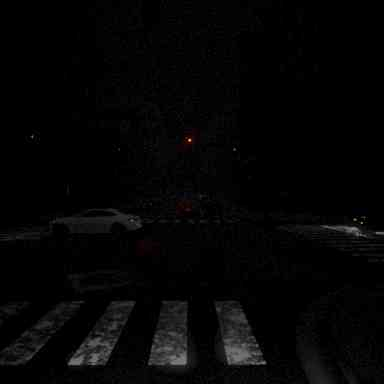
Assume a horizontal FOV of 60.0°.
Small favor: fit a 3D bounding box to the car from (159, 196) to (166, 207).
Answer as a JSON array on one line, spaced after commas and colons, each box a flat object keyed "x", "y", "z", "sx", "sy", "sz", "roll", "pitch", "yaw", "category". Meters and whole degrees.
[{"x": -5.662, "y": 1.653, "z": 52.678, "sx": 1.802, "sy": 1.307, "sz": 4.206, "roll": 0, "pitch": 0, "yaw": 0, "category": "car"}]

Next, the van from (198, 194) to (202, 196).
[{"x": 2.371, "y": 1.424, "z": 58.178, "sx": 1.690, "sy": 1.788, "sz": 3.998, "roll": 0, "pitch": 0, "yaw": 0, "category": "van"}]

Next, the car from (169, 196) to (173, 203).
[{"x": -5.639, "y": 1.552, "z": 69.210, "sx": 1.967, "sy": 1.590, "sz": 4.097, "roll": 0, "pitch": 0, "yaw": 0, "category": "car"}]

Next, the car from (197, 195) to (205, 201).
[{"x": 2.409, "y": 1.600, "z": 85.732, "sx": 1.967, "sy": 1.590, "sz": 4.097, "roll": 0, "pitch": 0, "yaw": 0, "category": "car"}]

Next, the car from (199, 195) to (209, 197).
[{"x": 2.363, "y": 1.637, "z": 52.667, "sx": 1.947, "sy": 1.339, "sz": 4.313, "roll": 0, "pitch": 0, "yaw": 0, "category": "car"}]

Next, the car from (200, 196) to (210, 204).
[{"x": 2.356, "y": 1.641, "z": 47.157, "sx": 1.802, "sy": 1.307, "sz": 4.206, "roll": 0, "pitch": 0, "yaw": 0, "category": "car"}]

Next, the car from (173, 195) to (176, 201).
[{"x": -5.624, "y": 1.694, "z": 80.231, "sx": 2.008, "sy": 1.369, "sz": 4.403, "roll": 0, "pitch": 0, "yaw": 0, "category": "car"}]

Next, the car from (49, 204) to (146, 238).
[{"x": -4.971, "y": 1.541, "z": 17.333, "sx": 4.674, "sy": 1.442, "sz": 1.812, "roll": 0, "pitch": 0, "yaw": 0, "category": "car"}]

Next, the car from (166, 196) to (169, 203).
[{"x": -5.654, "y": 1.634, "z": 58.188, "sx": 2.008, "sy": 1.369, "sz": 4.403, "roll": 0, "pitch": 0, "yaw": 0, "category": "car"}]

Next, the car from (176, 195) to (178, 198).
[{"x": -5.609, "y": 1.721, "z": 91.253, "sx": 1.887, "sy": 1.381, "sz": 4.507, "roll": 0, "pitch": 0, "yaw": 0, "category": "car"}]

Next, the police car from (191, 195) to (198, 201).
[{"x": 0.603, "y": 1.598, "z": 90.214, "sx": 1.930, "sy": 1.638, "sz": 5.238, "roll": 0, "pitch": 0, "yaw": 0, "category": "police car"}]

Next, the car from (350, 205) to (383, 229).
[{"x": 12.130, "y": 1.519, "z": 20.646, "sx": 4.181, "sy": 1.385, "sz": 1.994, "roll": 0, "pitch": 0, "yaw": 0, "category": "car"}]

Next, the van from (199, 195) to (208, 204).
[{"x": 2.386, "y": 1.453, "z": 69.199, "sx": 1.690, "sy": 1.788, "sz": 3.998, "roll": 0, "pitch": 0, "yaw": 0, "category": "van"}]

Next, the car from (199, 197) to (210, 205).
[{"x": 2.378, "y": 1.647, "z": 63.688, "sx": 2.008, "sy": 1.369, "sz": 4.403, "roll": 0, "pitch": 0, "yaw": 0, "category": "car"}]

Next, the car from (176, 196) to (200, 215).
[{"x": -0.331, "y": 1.515, "z": 34.317, "sx": 1.882, "sy": 1.535, "sz": 5.008, "roll": 0, "pitch": 0, "yaw": 1, "category": "car"}]

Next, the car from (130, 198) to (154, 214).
[{"x": -5.684, "y": 1.480, "z": 36.146, "sx": 1.967, "sy": 1.590, "sz": 4.097, "roll": 0, "pitch": 0, "yaw": 0, "category": "car"}]

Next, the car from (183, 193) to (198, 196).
[{"x": -0.163, "y": 1.445, "z": 62.699, "sx": 2.097, "sy": 1.767, "sz": 4.553, "roll": 0, "pitch": 0, "yaw": 0, "category": "car"}]

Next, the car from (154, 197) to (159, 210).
[{"x": -5.677, "y": 1.489, "z": 41.656, "sx": 1.967, "sy": 1.590, "sz": 4.097, "roll": 0, "pitch": 0, "yaw": 0, "category": "car"}]

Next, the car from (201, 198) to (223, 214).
[{"x": 2.341, "y": 1.606, "z": 36.134, "sx": 1.947, "sy": 1.339, "sz": 4.313, "roll": 0, "pitch": 0, "yaw": 0, "category": "car"}]
